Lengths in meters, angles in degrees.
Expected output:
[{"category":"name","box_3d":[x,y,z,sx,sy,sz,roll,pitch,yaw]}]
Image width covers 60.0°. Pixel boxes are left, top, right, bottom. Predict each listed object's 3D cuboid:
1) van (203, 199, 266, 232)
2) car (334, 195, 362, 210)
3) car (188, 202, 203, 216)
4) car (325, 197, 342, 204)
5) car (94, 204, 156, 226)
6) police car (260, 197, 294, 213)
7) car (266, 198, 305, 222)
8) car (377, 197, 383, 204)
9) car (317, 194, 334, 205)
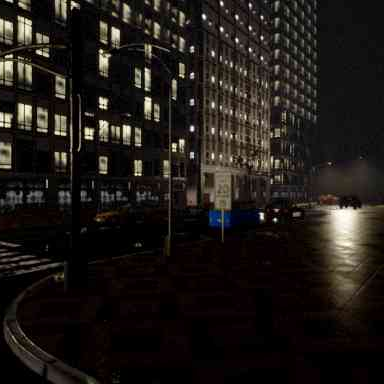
[{"category":"van","box_3d":[2.668,1.368,20.217,1.690,1.788,3.998,0,0,38]},{"category":"car","box_3d":[21.197,1.368,44.488,2.192,1.841,5.009,0,0,38]},{"category":"car","box_3d":[1.382,1.604,31.653,1.802,1.307,4.206,0,0,38]},{"category":"car","box_3d":[28.521,1.624,66.932,2.008,1.369,4.403,0,0,38]},{"category":"car","box_3d":[-4.723,1.540,23.928,1.752,1.417,4.829,0,0,38]},{"category":"police car","box_3d":[9.997,1.459,38.644,1.930,1.638,5.238,0,0,38]},{"category":"car","box_3d":[7.628,1.472,26.848,1.967,1.590,4.097,0,0,38]},{"category":"car","box_3d":[38.158,1.658,66.536,1.947,1.339,4.313,0,0,38]},{"category":"car","box_3d":[25.129,1.381,62.523,2.192,1.841,5.009,0,0,38]}]
